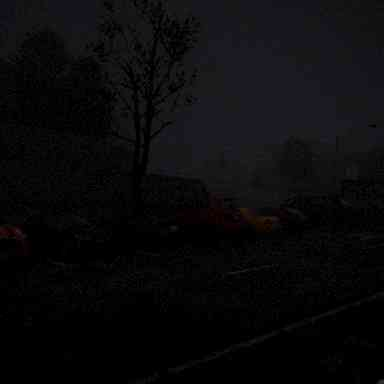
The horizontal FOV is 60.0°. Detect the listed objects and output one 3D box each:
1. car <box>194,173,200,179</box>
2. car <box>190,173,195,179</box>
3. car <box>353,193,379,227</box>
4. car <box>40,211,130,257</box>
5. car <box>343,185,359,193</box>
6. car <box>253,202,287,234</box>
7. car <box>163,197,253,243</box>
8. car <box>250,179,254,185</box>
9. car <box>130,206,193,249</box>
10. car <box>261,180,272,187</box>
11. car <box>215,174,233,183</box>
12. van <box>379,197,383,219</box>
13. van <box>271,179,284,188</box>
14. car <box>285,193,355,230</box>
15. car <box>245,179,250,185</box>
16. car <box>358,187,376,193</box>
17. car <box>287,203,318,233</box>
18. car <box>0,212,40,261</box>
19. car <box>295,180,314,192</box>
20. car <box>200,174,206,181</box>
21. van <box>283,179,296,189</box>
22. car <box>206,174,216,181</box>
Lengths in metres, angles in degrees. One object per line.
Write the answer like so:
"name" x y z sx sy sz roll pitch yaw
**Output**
"car" 3.403 -4.028 92.169 2.185 1.767 4.553 4 1 33
"car" 1.629 -4.305 94.515 2.435 2.045 5.566 1 -1 34
"car" 9.657 1.289 23.349 5.566 2.045 2.435 -1 -1 35
"car" -5.063 1.498 12.923 4.892 1.521 2.231 -1 -1 34
"car" 27.767 -0.369 57.756 2.435 2.045 5.566 7 3 35
"car" 2.115 1.516 18.250 5.366 1.575 1.946 -1 -1 35
"car" -0.202 1.258 16.420 5.566 2.045 2.435 -1 -1 34
"car" 15.643 -1.986 75.014 2.002 1.452 4.674 7 3 35
"car" -2.645 1.532 14.672 4.792 1.488 2.163 -1 -1 34
"car" 17.477 -1.755 72.695 1.946 1.575 5.366 7 3 35
"car" 8.785 -3.119 84.979 1.946 1.575 5.366 7 3 34
"van" 12.194 1.322 25.021 4.442 1.987 1.878 -1 -1 35
"van" 19.055 -1.707 69.966 1.878 1.987 4.442 7 3 35
"car" 7.146 1.282 21.641 5.566 2.045 2.435 -1 -1 35
"car" 13.898 -2.260 77.474 2.002 1.452 4.674 7 3 35
"car" 29.460 0.193 55.285 2.002 1.452 4.674 7 3 35
"car" 4.720 1.565 19.881 4.674 1.452 2.002 -1 -1 35
"car" -7.527 1.367 11.194 4.553 1.767 2.185 -1 -1 34
"car" 22.548 -0.935 65.136 2.231 1.521 4.892 7 3 35
"car" 5.135 -3.793 89.701 2.185 1.767 4.553 6 3 34
"van" 20.786 -1.434 67.496 1.878 1.987 4.442 7 4 35
"car" 6.932 -3.641 87.237 2.435 2.045 5.566 7 3 34
